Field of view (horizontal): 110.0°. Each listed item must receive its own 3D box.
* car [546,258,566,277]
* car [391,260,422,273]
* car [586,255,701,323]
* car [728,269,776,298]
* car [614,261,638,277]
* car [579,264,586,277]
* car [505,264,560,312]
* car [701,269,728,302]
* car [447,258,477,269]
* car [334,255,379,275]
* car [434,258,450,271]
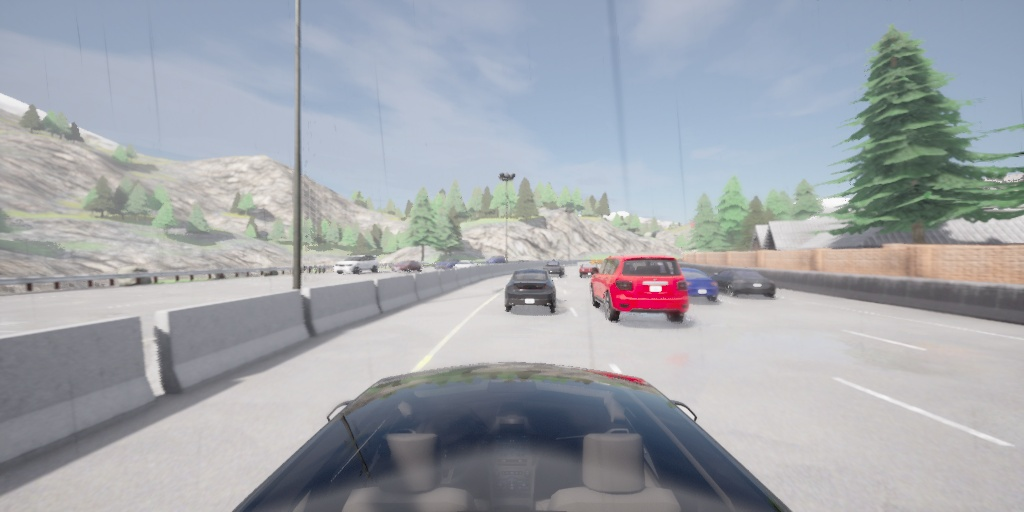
[{"bbox_3d":[4.229,1.253,35.863,2.128,1.511,4.902,0,0,13],"label":"car"},{"bbox_3d":[-12.376,1.243,42.418,1.812,1.442,4.674,0,0,14],"label":"car"},{"bbox_3d":[4.103,0.983,12.421,2.150,2.045,5.566,0,0,4],"label":"car"},{"bbox_3d":[11.825,1.346,18.908,1.994,1.385,4.181,0,0,7],"label":"car"},{"bbox_3d":[11.901,1.274,37.807,2.128,1.511,4.902,0,0,14],"label":"car"},{"bbox_3d":[7.700,1.372,35.507,1.895,1.301,4.718,0,0,13],"label":"car"},{"bbox_3d":[0.779,1.257,14.376,1.837,1.490,4.892,0,0,4],"label":"car"},{"bbox_3d":[8.075,1.298,17.055,1.812,1.442,4.674,0,0,6],"label":"car"},{"bbox_3d":[-5.414,1.262,41.449,1.812,1.442,4.674,0,0,14],"label":"car"},{"bbox_3d":[-16.784,0.926,39.125,2.150,2.045,5.566,0,0,13],"label":"car"},{"bbox_3d":[-7.989,1.080,45.391,2.097,1.767,4.553,0,0,16],"label":"car"}]
